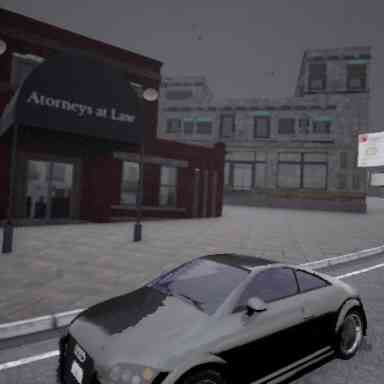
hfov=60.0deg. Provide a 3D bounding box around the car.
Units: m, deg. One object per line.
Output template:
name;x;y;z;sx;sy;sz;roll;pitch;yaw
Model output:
car;0.485;1.582;4.432;4.181;1.385;1.994;0;0;-36
